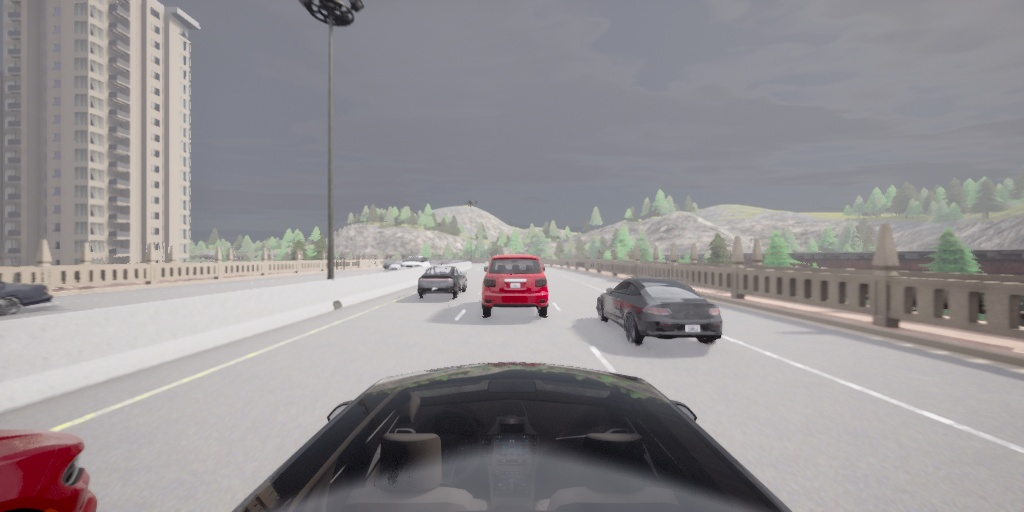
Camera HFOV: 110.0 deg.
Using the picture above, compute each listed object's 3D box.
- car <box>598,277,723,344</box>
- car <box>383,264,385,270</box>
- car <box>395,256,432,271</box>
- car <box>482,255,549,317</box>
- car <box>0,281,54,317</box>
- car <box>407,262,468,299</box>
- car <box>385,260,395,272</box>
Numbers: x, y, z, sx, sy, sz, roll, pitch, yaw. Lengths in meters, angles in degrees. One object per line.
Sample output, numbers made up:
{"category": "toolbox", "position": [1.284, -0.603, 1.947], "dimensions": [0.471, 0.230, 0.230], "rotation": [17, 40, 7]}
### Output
{"category": "car", "position": [3.600, 1.279, 9.440], "dimensions": [1.812, 1.442, 4.674], "rotation": [0, 0, 0]}
{"category": "car", "position": [-17.643, 1.327, 53.355], "dimensions": [1.882, 1.535, 5.008], "rotation": [0, 0, -1]}
{"category": "car", "position": [-10.581, 1.023, 39.429], "dimensions": [2.150, 2.045, 5.566], "rotation": [0, 0, 0]}
{"category": "car", "position": [0.100, 0.976, 13.402], "dimensions": [2.150, 2.045, 5.566], "rotation": [0, 0, 0]}
{"category": "car", "position": [-17.601, 1.301, 10.569], "dimensions": [2.033, 1.411, 5.357], "rotation": [0, 0, 0]}
{"category": "car", "position": [-3.400, 1.252, 18.139], "dimensions": [2.128, 1.511, 4.902], "rotation": [0, 0, 0]}
{"category": "car", "position": [-14.099, 1.347, 45.432], "dimensions": [1.812, 1.442, 4.674], "rotation": [0, 0, 0]}
